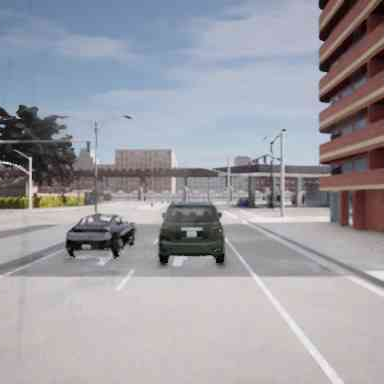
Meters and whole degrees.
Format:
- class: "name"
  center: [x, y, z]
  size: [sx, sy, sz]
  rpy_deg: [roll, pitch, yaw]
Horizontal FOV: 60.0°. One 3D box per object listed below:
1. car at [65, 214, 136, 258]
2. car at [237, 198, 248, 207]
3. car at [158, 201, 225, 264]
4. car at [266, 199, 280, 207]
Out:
- class: "car"
  center: [-3.494, 1.636, 13.488]
  size: [2.128, 1.511, 4.902]
  rpy_deg: [0, 0, 0]
- class: "car"
  center: [9.657, 1.954, 62.515]
  size: [2.242, 1.667, 4.611]
  rpy_deg: [0, -1, 0]
- class: "car"
  center: [-0.003, 1.359, 12.565]
  size: [2.150, 2.045, 5.566]
  rpy_deg: [0, 0, 0]
- class: "car"
  center: [15.401, 2.123, 63.280]
  size: [1.970, 1.475, 3.806]
  rpy_deg: [0, -1, 0]
